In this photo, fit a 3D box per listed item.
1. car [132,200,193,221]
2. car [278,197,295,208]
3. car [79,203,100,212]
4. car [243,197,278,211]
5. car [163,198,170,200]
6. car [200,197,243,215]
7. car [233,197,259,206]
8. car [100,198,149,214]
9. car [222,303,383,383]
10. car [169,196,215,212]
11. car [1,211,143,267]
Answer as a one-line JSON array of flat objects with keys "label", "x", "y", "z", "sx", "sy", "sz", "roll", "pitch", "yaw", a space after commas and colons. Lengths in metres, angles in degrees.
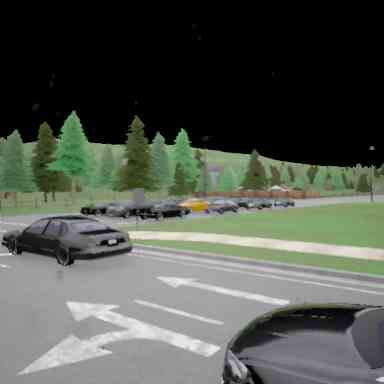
[{"label": "car", "x": -2.260, "y": 1.582, "z": 27.057, "sx": 1.895, "sy": 1.301, "sz": 4.718, "roll": 0, "pitch": 0, "yaw": 36}, {"label": "car", "x": 13.469, "y": 1.473, "z": 48.516, "sx": 2.128, "sy": 1.511, "sz": 4.902, "roll": 0, "pitch": 0, "yaw": 36}, {"label": "car", "x": -8.056, "y": 1.574, "z": 30.995, "sx": 1.895, "sy": 1.301, "sz": 4.718, "roll": 0, "pitch": 0, "yaw": 36}, {"label": "car", "x": 8.460, "y": 1.473, "z": 41.698, "sx": 2.128, "sy": 1.511, "sz": 4.902, "roll": 0, "pitch": 0, "yaw": 36}, {"label": "car", "x": -2.552, "y": 1.465, "z": 38.511, "sx": 2.128, "sy": 1.511, "sz": 4.902, "roll": 0, "pitch": 0, "yaw": 36}, {"label": "car", "x": 3.140, "y": 1.507, "z": 34.409, "sx": 1.812, "sy": 1.442, "sz": 4.674, "roll": 0, "pitch": 0, "yaw": 36}, {"label": "car", "x": 8.800, "y": 1.521, "z": 53.938, "sx": 2.033, "sy": 1.411, "sz": 5.357, "roll": 0, "pitch": 0, "yaw": 37}, {"label": "car", "x": -5.255, "y": 1.329, "z": 28.895, "sx": 2.097, "sy": 1.767, "sz": 4.553, "roll": 0, "pitch": 0, "yaw": 36}, {"label": "car", "x": 2.508, "y": 1.493, "z": 2.204, "sx": 4.902, "sy": 1.511, "sz": 2.128, "roll": 0, "pitch": 0, "yaw": 36}, {"label": "car", "x": 0.116, "y": 1.455, "z": 36.232, "sx": 1.882, "sy": 1.535, "sz": 5.008, "roll": 0, "pitch": 0, "yaw": 36}, {"label": "car", "x": -4.432, "y": 1.536, "z": 11.453, "sx": 5.357, "sy": 1.411, "sz": 2.033, "roll": 0, "pitch": 0, "yaw": 36}]
